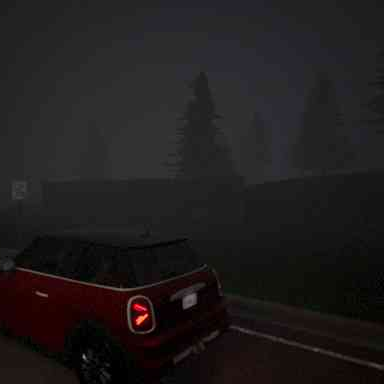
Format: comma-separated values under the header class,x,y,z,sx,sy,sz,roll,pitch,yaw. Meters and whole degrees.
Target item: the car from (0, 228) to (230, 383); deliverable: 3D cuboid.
class,x,y,z,sx,sy,sz,roll,pitch,yaw
car,-1.757,1.358,5.323,4.553,1.767,2.097,0,0,35
